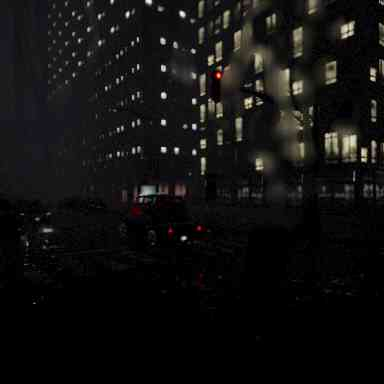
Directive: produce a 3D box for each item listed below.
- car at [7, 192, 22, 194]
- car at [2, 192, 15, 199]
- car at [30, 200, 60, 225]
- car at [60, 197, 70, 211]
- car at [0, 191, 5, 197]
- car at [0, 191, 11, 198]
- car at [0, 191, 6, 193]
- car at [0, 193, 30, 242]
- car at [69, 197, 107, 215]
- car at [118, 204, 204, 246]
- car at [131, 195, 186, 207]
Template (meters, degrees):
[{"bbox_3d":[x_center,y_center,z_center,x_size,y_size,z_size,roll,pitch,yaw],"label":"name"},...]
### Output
[{"bbox_3d":[-31.610,0.778,60.101,1.887,1.381,4.507,1,0,-36],"label":"car"},{"bbox_3d":[-38.135,0.657,69.075,1.887,1.381,4.507,1,0,-36],"label":"car"},{"bbox_3d":[-10.133,1.235,20.696,2.128,1.511,4.902,0,1,-36],"label":"car"},{"bbox_3d":[-12.034,1.156,33.178,1.947,1.339,4.313,1,0,-36],"label":"car"},{"bbox_3d":[-47.923,0.480,82.535,2.008,1.369,4.403,1,0,-36],"label":"car"},{"bbox_3d":[-41.398,0.597,73.562,1.887,1.381,4.507,1,0,-36],"label":"car"},{"bbox_3d":[-24.574,0.706,40.653,2.150,2.045,5.566,0,1,-35],"label":"car"},{"bbox_3d":[-8.984,1.131,14.740,2.192,1.841,5.009,1,0,-36],"label":"car"},{"bbox_3d":[-8.771,1.215,28.691,1.947,1.339,4.313,1,0,-36],"label":"car"},{"bbox_3d":[-1.558,1.428,14.454,1.895,1.301,4.718,0,1,-34],"label":"car"},{"bbox_3d":[-2.243,1.079,19.717,2.192,1.841,5.009,1,0,-36],"label":"car"}]
